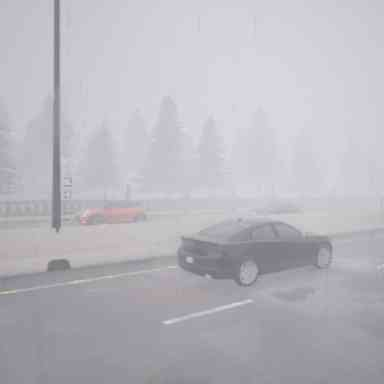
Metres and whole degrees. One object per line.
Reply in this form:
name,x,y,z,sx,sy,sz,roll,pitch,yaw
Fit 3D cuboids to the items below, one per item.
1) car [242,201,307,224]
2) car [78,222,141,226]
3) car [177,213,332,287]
car,6.400,1.476,25.641,4.902,1.511,2.128,0,0,-35
car,-5.246,1.325,21.706,4.553,1.767,2.097,0,0,-35
car,1.961,1.471,9.391,5.008,1.535,1.882,0,0,-35
